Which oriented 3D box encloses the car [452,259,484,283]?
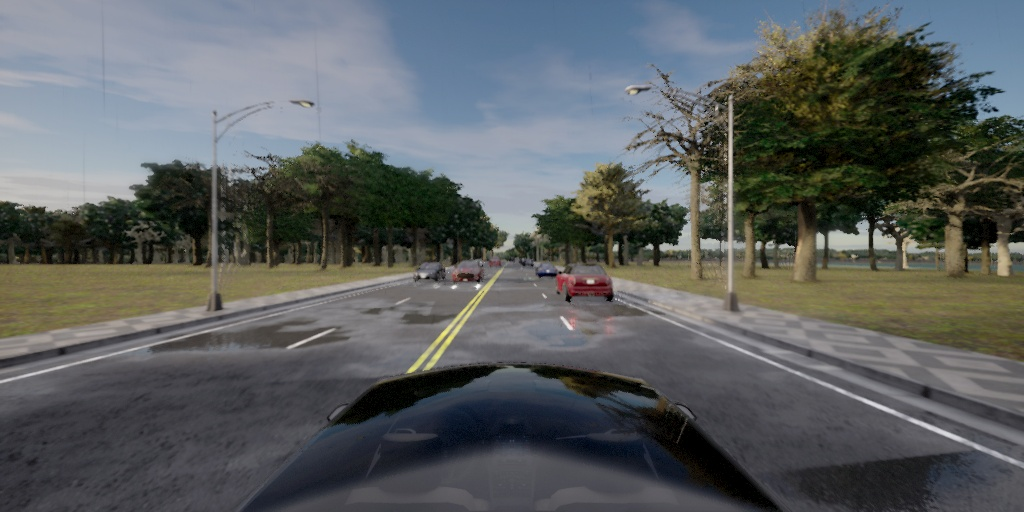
[{"bbox_3d":[-3.338,1.136,27.946,2.097,1.767,4.553,0,0,0],"label":"car"}]

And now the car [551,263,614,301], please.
[{"bbox_3d":[3.354,1.120,17.415,2.097,1.767,4.553,0,0,0],"label":"car"}]

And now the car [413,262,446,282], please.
[{"bbox_3d":[-6.586,1.278,29.138,2.128,1.511,4.902,0,0,0],"label":"car"}]

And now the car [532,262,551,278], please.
[{"bbox_3d":[3.360,1.362,35.372,1.994,1.385,4.181,0,0,0],"label":"car"}]
